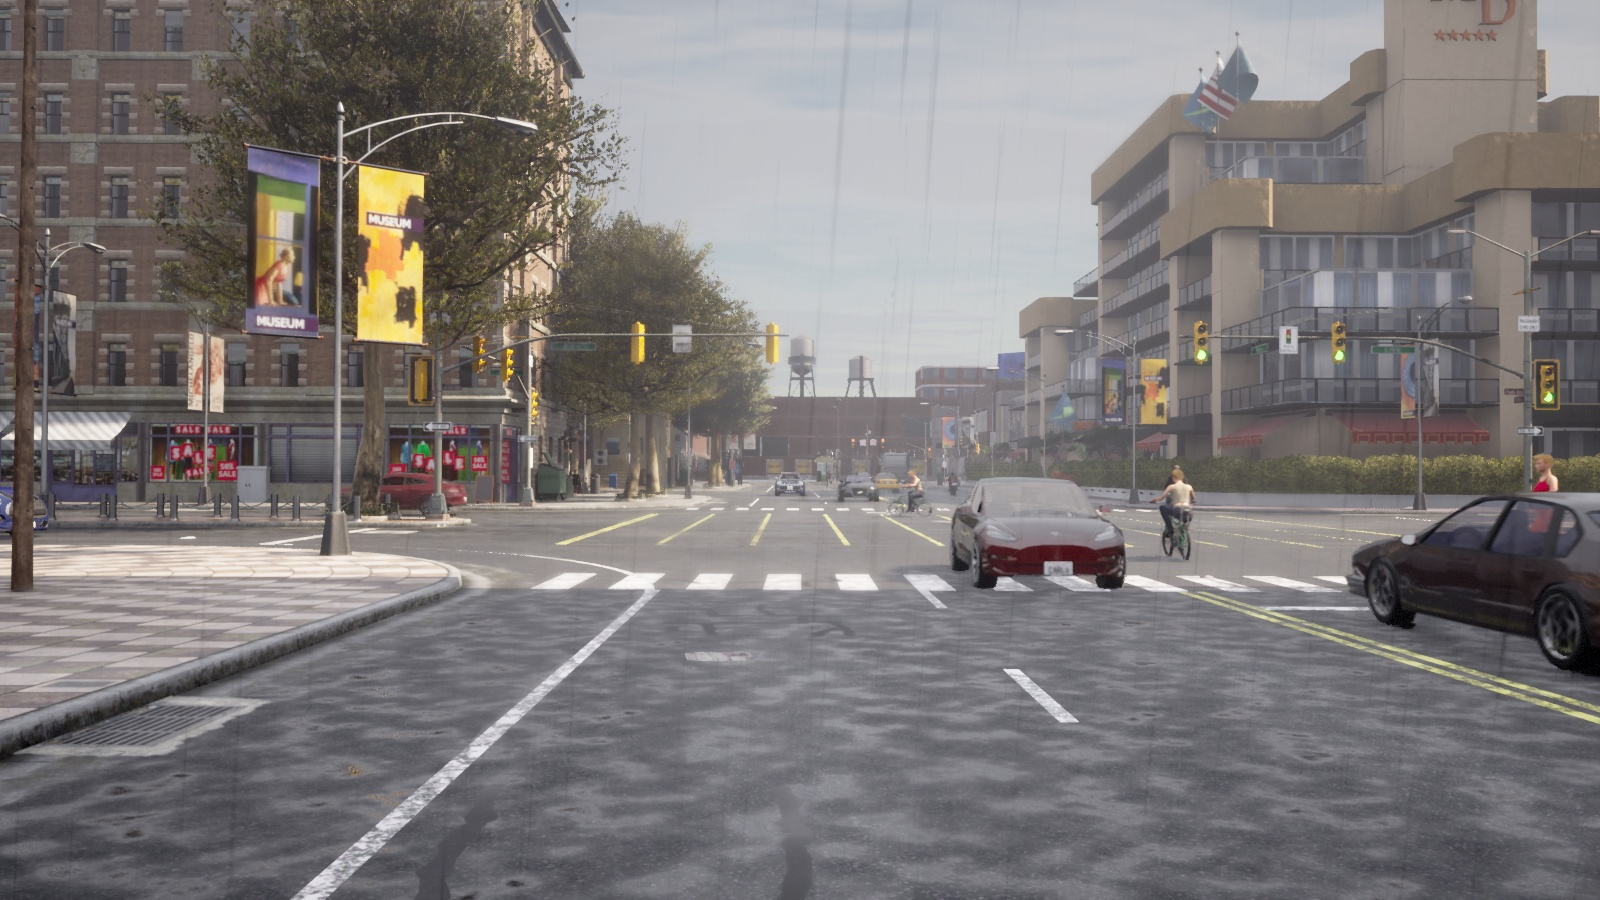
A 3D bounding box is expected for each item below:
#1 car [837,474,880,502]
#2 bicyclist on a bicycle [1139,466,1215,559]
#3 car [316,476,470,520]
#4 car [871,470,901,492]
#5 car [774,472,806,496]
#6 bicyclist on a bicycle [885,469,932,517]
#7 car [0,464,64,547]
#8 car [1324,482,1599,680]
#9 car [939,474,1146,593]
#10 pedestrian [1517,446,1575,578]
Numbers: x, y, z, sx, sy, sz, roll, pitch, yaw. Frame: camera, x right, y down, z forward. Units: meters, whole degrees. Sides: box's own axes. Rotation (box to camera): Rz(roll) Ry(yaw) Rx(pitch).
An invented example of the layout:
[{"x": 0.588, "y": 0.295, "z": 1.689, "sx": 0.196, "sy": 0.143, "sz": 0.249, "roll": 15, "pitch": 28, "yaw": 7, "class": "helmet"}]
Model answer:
[{"x": 2.995, "y": 1.956, "z": 65.030, "sx": 1.994, "sy": 1.385, "sz": 4.181, "roll": 0, "pitch": -1, "yaw": -1, "class": "car"}, {"x": 6.809, "y": 1.105, "z": 22.745, "sx": 0.866, "sy": 1.612, "sz": 1.509, "roll": 0, "pitch": -1, "yaw": -1, "class": "bicyclist on a bicycle"}, {"x": -13.805, "y": 1.612, "z": 42.769, "sx": 4.674, "sy": 1.442, "sz": 1.812, "roll": 0, "pitch": -1, "yaw": -3, "class": "car"}, {"x": 6.288, "y": 2.273, "z": 92.191, "sx": 1.801, "sy": 1.575, "sz": 5.366, "roll": 0, "pitch": -1, "yaw": 0, "class": "car"}, {"x": -0.606, "y": 2.099, "z": 78.587, "sx": 1.970, "sy": 1.475, "sz": 3.806, "roll": 0, "pitch": -1, "yaw": 0, "class": "car"}, {"x": 3.683, "y": 1.454, "z": 42.812, "sx": 1.509, "sy": 1.612, "sz": 0.866, "roll": 0, "pitch": -1, "yaw": 0, "class": "bicyclist on a bicycle"}, {"x": -19.190, "y": 1.215, "z": 27.790, "sx": 4.553, "sy": 1.767, "sz": 2.097, "roll": 0, "pitch": -1, "yaw": 1, "class": "car"}, {"x": 6.917, "y": 1.025, "z": 11.394, "sx": 2.033, "sy": 1.411, "sz": 5.357, "roll": 0, "pitch": -1, "yaw": 0, "class": "car"}, {"x": 3.347, "y": 1.108, "z": 18.350, "sx": 2.163, "sy": 1.488, "sz": 4.792, "roll": 0, "pitch": -1, "yaw": 1, "class": "car"}, {"x": 10.511, "y": 0.870, "z": 17.708, "sx": 0.594, "sy": 1.836, "sz": 0.345, "roll": 0, "pitch": -1, "yaw": 5, "class": "pedestrian"}]
